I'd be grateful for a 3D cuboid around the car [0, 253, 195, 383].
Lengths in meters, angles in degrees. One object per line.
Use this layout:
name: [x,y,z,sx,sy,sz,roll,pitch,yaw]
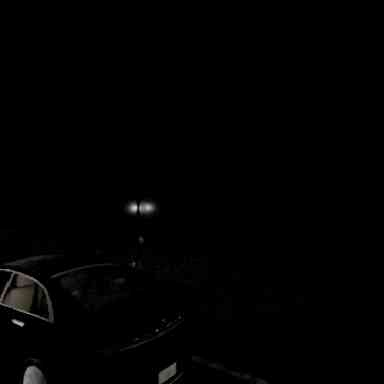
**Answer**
car: [-2.014,1.521,4.526,4.403,1.369,2.008,1,0,36]
